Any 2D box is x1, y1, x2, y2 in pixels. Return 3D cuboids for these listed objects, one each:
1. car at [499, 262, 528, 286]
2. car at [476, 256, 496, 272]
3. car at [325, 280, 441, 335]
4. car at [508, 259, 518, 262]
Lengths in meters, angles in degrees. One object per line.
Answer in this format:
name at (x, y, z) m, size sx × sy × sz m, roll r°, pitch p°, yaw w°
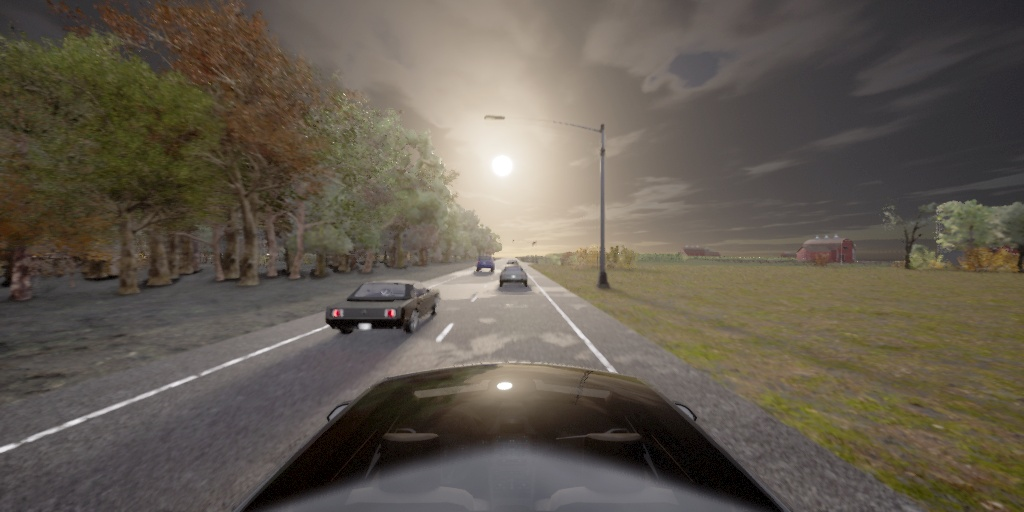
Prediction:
car at (0.104, 1.317, 25.361) m, size 1.994 × 1.385 × 4.181 m, roll 0°, pitch 0°, yaw 0°
car at (-3.392, 0.972, 46.927) m, size 2.150 × 2.045 × 5.566 m, roll 0°, pitch 0°, yaw 0°
car at (-3.399, 1.353, 10.533) m, size 1.895 × 1.301 × 4.718 m, roll 0°, pitch 0°, yaw 0°
car at (0.108, 1.253, 53.597) m, size 1.837 × 1.490 × 4.892 m, roll 0°, pitch 0°, yaw 0°
